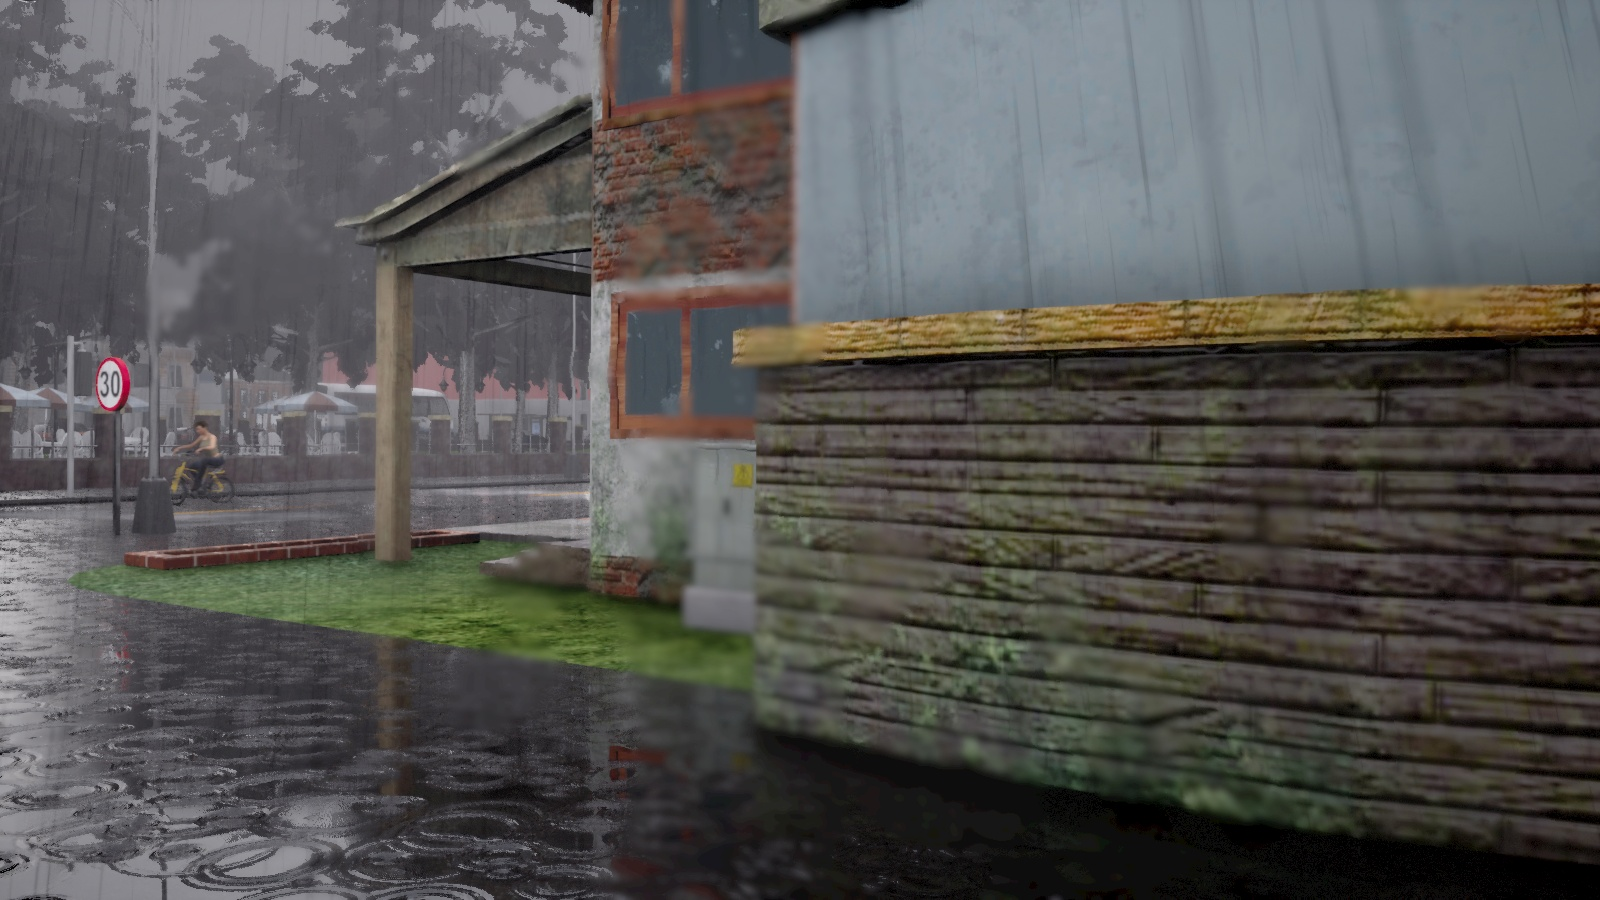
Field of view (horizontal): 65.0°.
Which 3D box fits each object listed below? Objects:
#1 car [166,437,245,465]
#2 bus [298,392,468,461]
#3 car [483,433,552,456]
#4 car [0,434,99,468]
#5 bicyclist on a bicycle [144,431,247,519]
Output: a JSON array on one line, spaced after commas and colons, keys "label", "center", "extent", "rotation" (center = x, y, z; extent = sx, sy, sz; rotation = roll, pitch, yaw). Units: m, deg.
[{"label": "car", "center": [-33.992, 0.034, 71.868], "extent": [1.789, 1.549, 3.705], "rotation": [0, 1, 33]}, {"label": "bus", "center": [-27.106, -1.524, 82.317], "extent": [3.944, 4.253, 10.273], "rotation": [0, 1, 33]}, {"label": "car", "center": [-20.658, -0.409, 92.079], "extent": [2.033, 1.649, 4.856], "rotation": [0, 1, 33]}, {"label": "car", "center": [-41.054, 0.028, 68.417], "extent": [2.097, 1.767, 4.553], "rotation": [0, 1, 33]}, {"label": "bicyclist on a bicycle", "center": [-11.455, 0.446, 23.831], "extent": [0.866, 1.612, 1.509], "rotation": [0, 1, 33]}]
